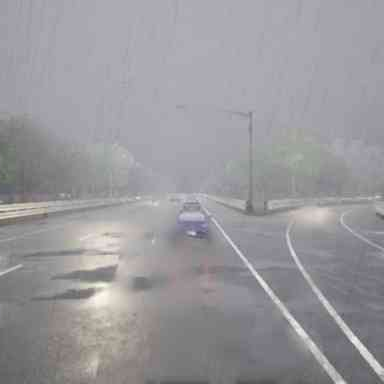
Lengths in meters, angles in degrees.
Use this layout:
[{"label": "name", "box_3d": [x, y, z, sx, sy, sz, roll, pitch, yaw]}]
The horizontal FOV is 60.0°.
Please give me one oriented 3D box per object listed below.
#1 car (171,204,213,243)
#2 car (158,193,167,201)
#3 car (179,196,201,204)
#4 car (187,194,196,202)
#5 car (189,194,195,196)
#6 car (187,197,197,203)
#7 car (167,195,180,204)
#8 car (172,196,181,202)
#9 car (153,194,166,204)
[{"label": "car", "box_3d": [-0.002, 1.536, 15.991, 1.812, 1.442, 4.674, 0, 0, 0]}, {"label": "car", "box_3d": [-7.015, 1.203, 78.306, 2.150, 2.045, 5.566, 0, 0, 0]}, {"label": "car", "box_3d": [-0.007, 1.520, 36.668, 2.128, 1.511, 4.902, 0, 0, 0]}, {"label": "car", "box_3d": [-0.015, 1.352, 78.663, 2.097, 1.767, 4.553, 0, 0, 0]}, {"label": "car", "box_3d": [-0.013, 1.650, 63.823, 2.033, 1.411, 5.357, 0, 0, 0]}, {"label": "car", "box_3d": [-0.013, 1.672, 70.317, 1.994, 1.385, 4.181, 0, 0, 0]}, {"label": "car", "box_3d": [-3.513, 1.465, 68.239, 2.097, 1.767, 4.553, 0, 0, 0]}, {"label": "car", "box_3d": [-3.515, 1.574, 78.306, 1.895, 1.301, 4.718, 0, 0, 0]}, {"label": "car", "box_3d": [-7.013, 1.634, 68.270, 1.812, 1.442, 4.674, 0, 0, 0]}]
